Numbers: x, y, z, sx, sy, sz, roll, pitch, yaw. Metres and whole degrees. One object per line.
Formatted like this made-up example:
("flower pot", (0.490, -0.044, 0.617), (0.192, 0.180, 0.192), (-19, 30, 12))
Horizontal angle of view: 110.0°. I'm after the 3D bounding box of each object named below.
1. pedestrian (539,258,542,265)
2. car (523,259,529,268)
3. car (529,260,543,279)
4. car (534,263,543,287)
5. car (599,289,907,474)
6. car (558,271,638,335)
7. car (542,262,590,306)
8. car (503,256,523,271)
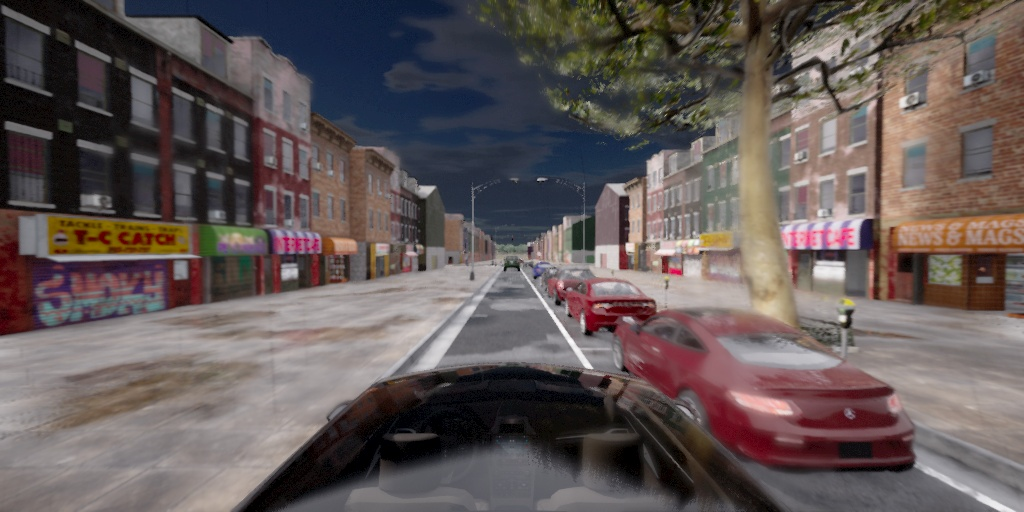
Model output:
("pedestrian", (2.740, 1.054, 34.280), (0.375, 1.860, 0.375), (-1, 1, -10))
("car", (2.619, 1.339, 60.271), (2.007, 1.370, 4.403), (0, 0, 0))
("car", (2.741, 1.284, 31.461), (1.812, 1.442, 4.674), (0, 0, 0))
("car", (2.630, 1.301, 21.452), (2.007, 1.370, 4.403), (0, 0, 0))
("car", (2.635, 1.331, 4.816), (1.802, 1.307, 4.207), (0, 0, 0))
("car", (2.633, 1.293, 10.362), (1.888, 1.381, 4.507), (0, 0, 0))
("car", (2.632, 1.189, 15.906), (1.967, 1.591, 4.097), (0, 0, 0))
("car", (0.019, 0.988, 48.350), (2.150, 2.045, 5.566), (0, -1, 1))
